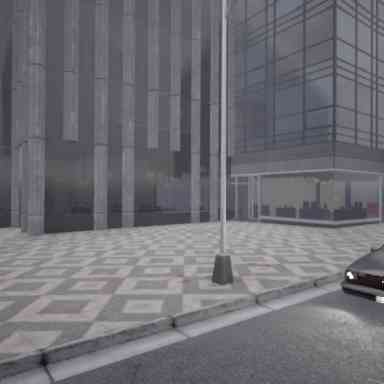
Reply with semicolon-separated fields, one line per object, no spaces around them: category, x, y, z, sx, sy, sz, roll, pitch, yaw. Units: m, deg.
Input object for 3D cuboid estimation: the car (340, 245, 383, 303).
car;5.564;1.545;7.521;5.357;1.411;2.033;0;0;-37
